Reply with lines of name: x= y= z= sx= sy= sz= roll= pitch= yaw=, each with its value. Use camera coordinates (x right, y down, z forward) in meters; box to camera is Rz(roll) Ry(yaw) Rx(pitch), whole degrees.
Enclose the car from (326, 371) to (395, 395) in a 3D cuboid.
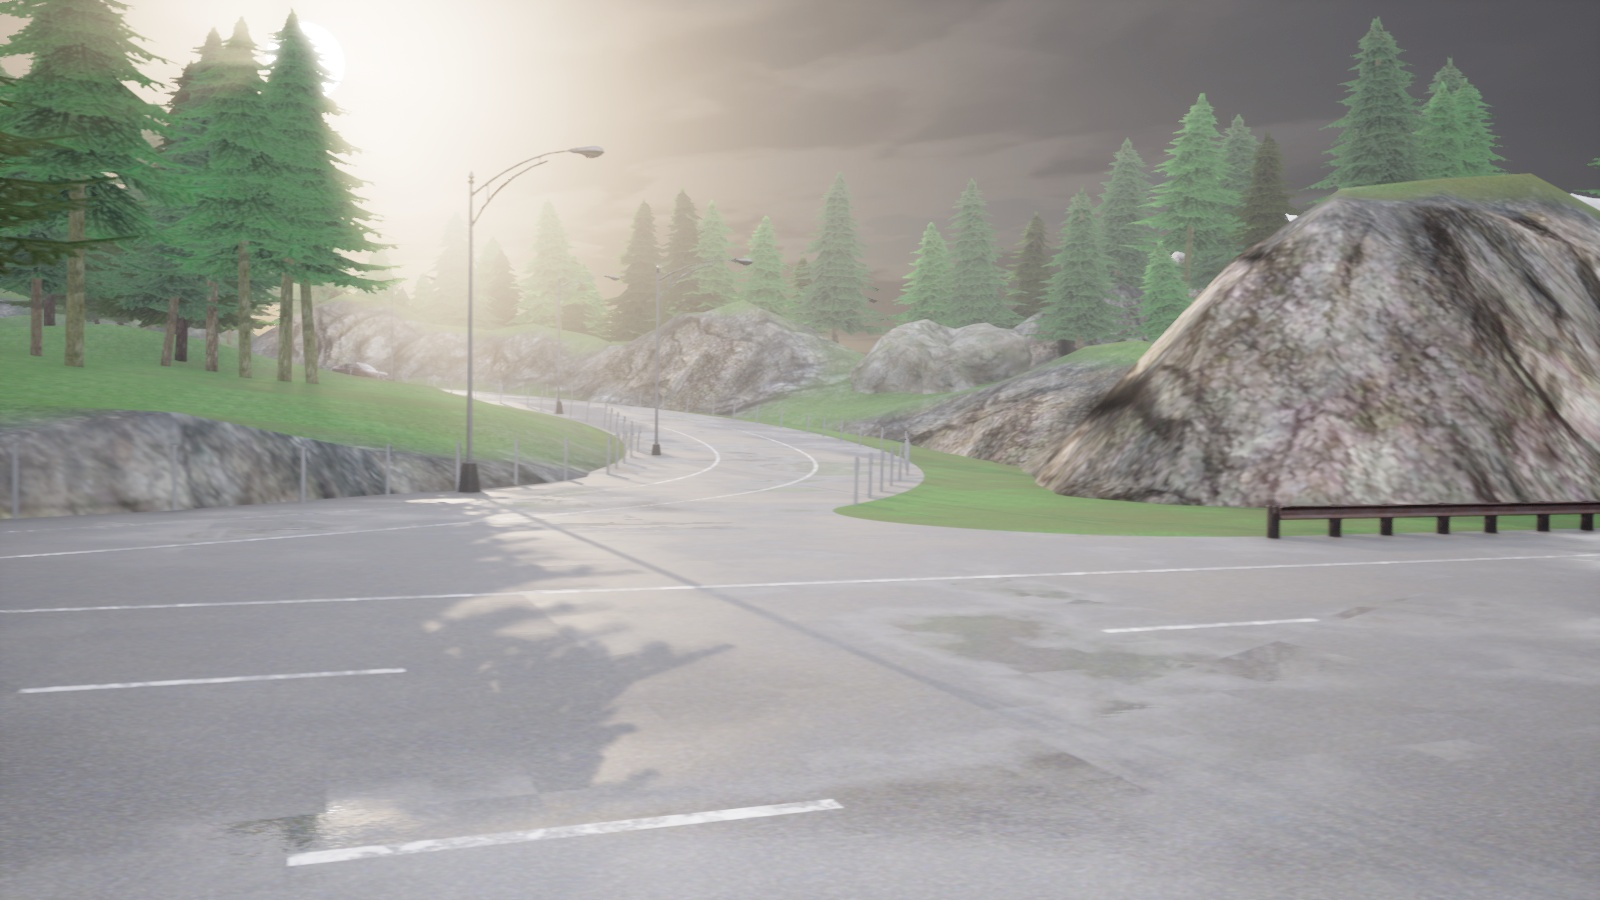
car: x=-31.661 y=-4.838 z=90.432 sx=4.674 sy=1.442 sz=1.812 roll=5 pitch=3 yaw=25
